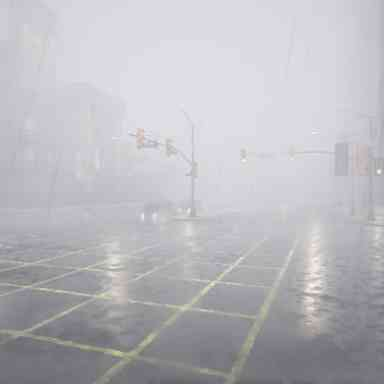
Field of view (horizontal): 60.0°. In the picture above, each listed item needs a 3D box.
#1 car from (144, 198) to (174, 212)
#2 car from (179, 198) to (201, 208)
[{"bbox_3d":[-3.817,1.478,38.931,1.882,1.535,5.008,0,0,23],"label":"car"},{"bbox_3d":[-0.245,1.601,48.501,1.895,1.301,4.718,0,0,21],"label":"car"}]
